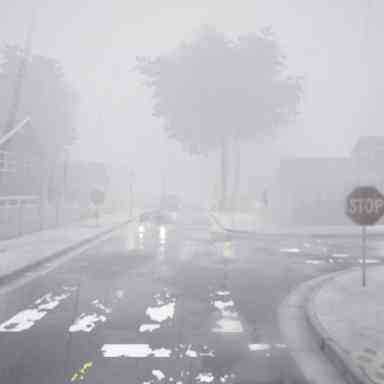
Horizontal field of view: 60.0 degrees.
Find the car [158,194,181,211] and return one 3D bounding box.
[{"bbox_3d":[-2.855,1.214,40.241,2.150,2.045,5.566,0,0,0],"label":"car"}]

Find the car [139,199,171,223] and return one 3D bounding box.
[{"bbox_3d":[-2.853,1.523,25.610,1.812,1.442,4.674,0,0,0],"label":"car"}]
